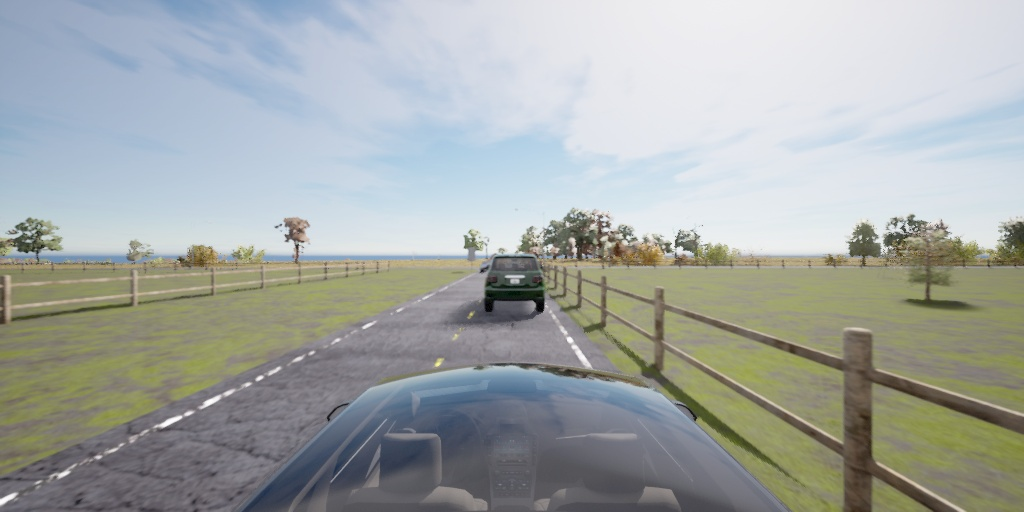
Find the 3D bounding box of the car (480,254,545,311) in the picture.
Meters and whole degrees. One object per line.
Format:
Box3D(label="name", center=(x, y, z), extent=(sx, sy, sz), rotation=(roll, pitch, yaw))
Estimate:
Box3D(label="car", center=(0.096, 0.962, 14.520), extent=(2.150, 2.045, 5.566), rotation=(0, -1, 0))
